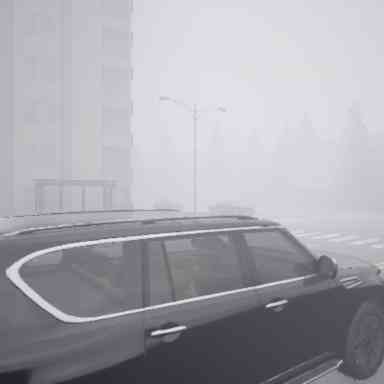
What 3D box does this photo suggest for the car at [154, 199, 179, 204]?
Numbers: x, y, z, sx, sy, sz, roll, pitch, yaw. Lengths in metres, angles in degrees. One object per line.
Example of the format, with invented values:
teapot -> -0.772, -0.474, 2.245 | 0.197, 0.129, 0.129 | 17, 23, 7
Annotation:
car -> -2.812, 1.508, 39.477 | 1.994, 1.385, 4.181 | 0, 0, -40

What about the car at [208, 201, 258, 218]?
car -> 3.673, 1.545, 30.884 | 1.895, 1.301, 4.718 | 0, 0, -36

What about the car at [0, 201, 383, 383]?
car -> 0.080, 1.224, 3.806 | 5.566, 2.045, 2.150 | 0, 0, -35
